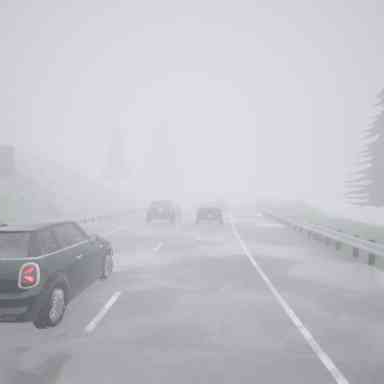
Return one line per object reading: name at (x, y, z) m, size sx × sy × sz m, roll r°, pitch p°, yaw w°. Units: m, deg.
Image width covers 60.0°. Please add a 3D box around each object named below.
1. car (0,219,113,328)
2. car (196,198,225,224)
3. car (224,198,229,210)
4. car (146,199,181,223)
car at (-3.226, 1.348, 7.174) m, size 2.097 × 1.767 × 4.553 m, roll 0°, pitch 0°, yaw 2°
car at (1.395, 1.484, 25.284) m, size 1.882 × 1.535 × 5.008 m, roll 0°, pitch 0°, yaw 5°
car at (3.670, 1.517, 43.074) m, size 2.163 × 1.488 × 4.792 m, roll 0°, pitch 0°, yaw 9°
car at (-2.080, 1.354, 25.644) m, size 2.097 × 1.767 × 4.553 m, roll 0°, pitch 0°, yaw 5°
